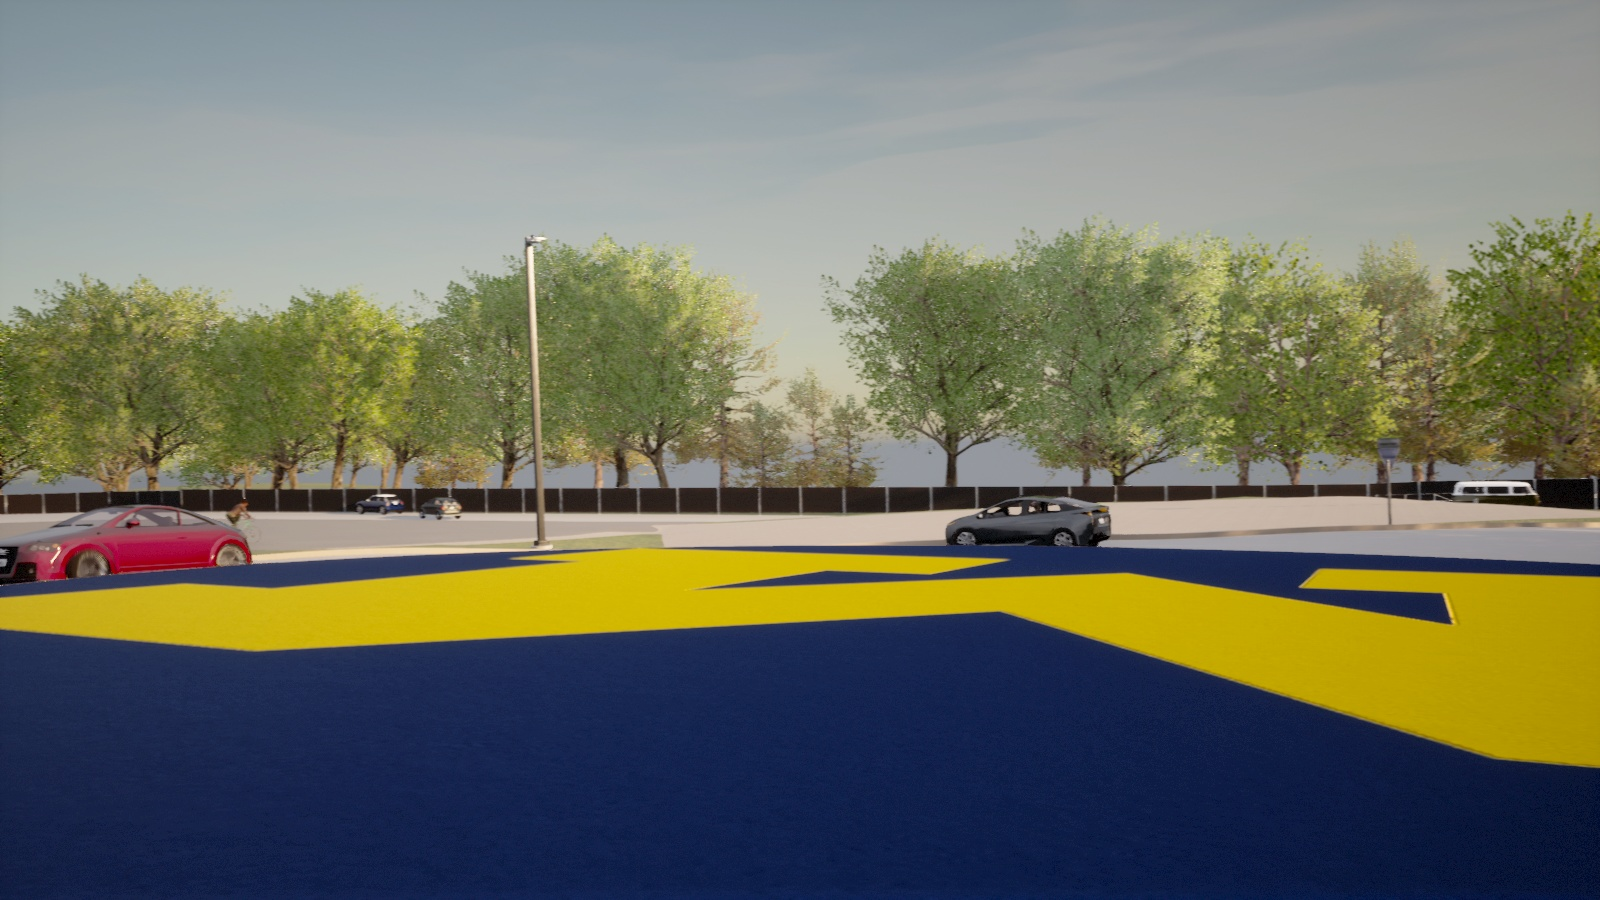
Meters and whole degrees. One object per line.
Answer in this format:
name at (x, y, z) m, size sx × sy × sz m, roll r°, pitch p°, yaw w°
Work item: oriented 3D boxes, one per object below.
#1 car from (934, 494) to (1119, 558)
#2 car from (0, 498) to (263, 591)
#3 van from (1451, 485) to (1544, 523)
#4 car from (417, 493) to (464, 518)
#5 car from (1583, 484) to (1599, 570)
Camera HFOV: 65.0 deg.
car at (6.151, 2.038, 34.310) m, size 4.514 × 1.525 × 2.007 m, roll -2°, pitch 0°, yaw 33°
car at (-11.446, 1.529, 21.069) m, size 1.994 × 1.385 × 4.181 m, roll -3°, pitch -3°, yaw 26°
van at (39.936, 3.112, 72.034) m, size 4.480 × 2.038 × 2.069 m, roll -1°, pitch 0°, yaw 25°
car at (-25.873, 3.979, 90.368) m, size 1.789 × 1.549 × 3.705 m, roll -1°, pitch 1°, yaw -43°
car at (17.263, 1.472, 22.562) m, size 2.152 × 1.651 × 5.027 m, roll 2°, pitch -2°, yaw -27°
